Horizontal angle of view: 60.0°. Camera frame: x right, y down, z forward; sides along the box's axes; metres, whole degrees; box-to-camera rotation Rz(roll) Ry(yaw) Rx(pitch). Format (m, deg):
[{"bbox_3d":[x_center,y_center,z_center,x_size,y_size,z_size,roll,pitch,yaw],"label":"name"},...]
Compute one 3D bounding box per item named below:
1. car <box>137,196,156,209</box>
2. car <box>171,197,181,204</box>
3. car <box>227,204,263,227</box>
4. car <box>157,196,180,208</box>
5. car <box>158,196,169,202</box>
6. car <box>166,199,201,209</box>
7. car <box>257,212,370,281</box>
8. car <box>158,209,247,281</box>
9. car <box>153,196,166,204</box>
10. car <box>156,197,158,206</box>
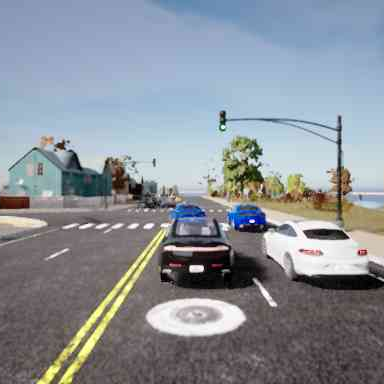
[{"bbox_3d":[-6.577,1.528,47.033,1.837,1.490,4.892,0,0,0],"label":"car"},{"bbox_3d":[-3.231,1.654,68.144,1.895,1.301,4.718,0,0,0],"label":"car"},{"bbox_3d":[3.356,1.479,21.039,1.882,1.535,5.008,0,0,0],"label":"car"},{"bbox_3d":[-3.291,1.572,48.151,2.033,1.411,5.357,0,0,3],"label":"car"},{"bbox_3d":[-6.480,1.610,76.834,2.033,1.411,5.357,0,0,0],"label":"car"},{"bbox_3d":[-0.401,1.480,22.067,1.882,1.535,5.008,0,0,-9],"label":"car"},{"bbox_3d":[3.348,1.525,9.718,1.812,1.442,4.674,0,0,0],"label":"car"},{"bbox_3d":[0.102,1.492,9.828,2.128,1.511,4.902,0,0,0],"label":"car"},{"bbox_3d":[-6.482,1.598,66.469,2.033,1.411,5.357,0,0,0],"label":"car"},{"bbox_3d":[-6.558,1.540,56.443,1.837,1.490,4.892,0,0,0],"label":"car"}]
